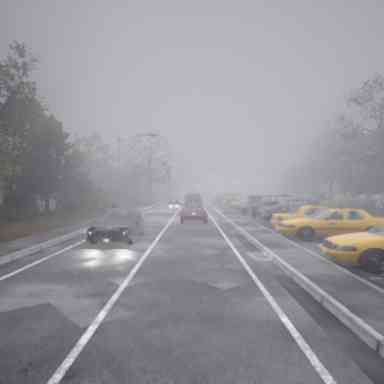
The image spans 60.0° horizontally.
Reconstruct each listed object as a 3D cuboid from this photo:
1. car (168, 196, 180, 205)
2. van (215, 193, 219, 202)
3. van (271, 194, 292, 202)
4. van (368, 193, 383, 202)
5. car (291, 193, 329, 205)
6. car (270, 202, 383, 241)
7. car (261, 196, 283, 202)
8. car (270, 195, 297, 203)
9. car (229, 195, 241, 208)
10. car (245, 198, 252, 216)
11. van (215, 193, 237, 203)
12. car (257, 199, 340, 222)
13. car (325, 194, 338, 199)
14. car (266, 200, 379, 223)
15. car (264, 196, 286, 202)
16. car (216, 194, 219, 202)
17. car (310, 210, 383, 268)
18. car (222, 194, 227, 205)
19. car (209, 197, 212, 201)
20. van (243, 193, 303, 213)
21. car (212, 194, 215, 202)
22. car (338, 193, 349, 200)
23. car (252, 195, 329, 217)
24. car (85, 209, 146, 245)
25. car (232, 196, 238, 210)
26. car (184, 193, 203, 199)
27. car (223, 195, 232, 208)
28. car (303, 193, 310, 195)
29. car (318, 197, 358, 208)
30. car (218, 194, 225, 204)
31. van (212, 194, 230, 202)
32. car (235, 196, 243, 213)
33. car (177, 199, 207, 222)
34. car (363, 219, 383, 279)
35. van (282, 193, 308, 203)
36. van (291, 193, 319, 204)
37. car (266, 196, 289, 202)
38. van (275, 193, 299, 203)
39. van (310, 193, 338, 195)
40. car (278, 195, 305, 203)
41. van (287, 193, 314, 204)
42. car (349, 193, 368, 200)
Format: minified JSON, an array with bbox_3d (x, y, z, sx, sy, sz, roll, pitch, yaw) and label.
[{"bbox_3d":[-3.125,1.450,58.725,2.128,1.511,4.902,0,0,1],"label":"car"},{"bbox_3d":[7.133,1.201,62.911,4.442,1.987,1.878,0,0,0],"label":"van"},{"bbox_3d":[20.538,1.360,76.510,4.442,1.987,1.878,0,-1,0],"label":"van"},{"bbox_3d":[20.008,1.182,32.207,4.442,1.987,1.878,0,0,0],"label":"van"},{"bbox_3d":[20.264,1.167,57.263,5.566,2.045,2.435,0,0,0],"label":"car"},{"bbox_3d":[6.750,1.443,15.848,5.366,1.575,1.946,0,0,0],"label":"car"},{"bbox_3d":[20.473,1.725,84.942,5.008,1.535,2.097,0,-1,0],"label":"car"},{"bbox_3d":[20.218,1.537,73.737,5.366,1.575,1.946,0,-1,0],"label":"car"},{"bbox_3d":[7.054,1.446,37.925,4.792,1.488,2.163,0,0,0],"label":"car"},{"bbox_3d":[7.038,1.442,26.819,4.792,1.488,2.163,0,0,0],"label":"car"},{"bbox_3d":[7.189,1.278,71.222,4.442,1.987,1.878,0,-1,0],"label":"van"},{"bbox_3d":[6.965,1.420,21.267,4.892,1.521,2.231,0,0,0],"label":"car"},{"bbox_3d":[20.194,1.412,43.287,5.008,1.535,2.097,0,0,0],"label":"car"},{"bbox_3d":[7.138,1.427,18.498,5.366,1.575,1.946,0,0,0],"label":"car"},{"bbox_3d":[20.454,1.677,82.046,5.008,1.535,2.097,0,-1,0],"label":"car"},{"bbox_3d":[7.208,1.424,57.358,5.008,1.535,2.097,0,0,0],"label":"car"},{"bbox_3d":[6.712,1.488,10.175,5.366,1.575,1.946,0,0,0],"label":"car"},{"bbox_3d":[7.133,1.421,46.253,4.892,1.521,2.231,0,0,0],"label":"car"},{"bbox_3d":[7.386,1.687,82.321,5.008,1.535,2.097,0,-1,0],"label":"car"},{"bbox_3d":[7.144,1.188,29.595,4.442,1.987,1.878,0,0,0],"label":"van"},{"bbox_3d":[7.297,1.176,65.686,5.566,2.045,2.435,0,0,0],"label":"car"},{"bbox_3d":[20.134,1.159,37.746,5.566,2.045,2.435,0,0,0],"label":"car"},{"bbox_3d":[7.021,1.288,24.046,4.553,1.767,2.185,0,0,0],"label":"car"},{"bbox_3d":[-3.344,1.501,15.650,2.033,1.411,5.357,0,0,0],"label":"car"},{"bbox_3d":[7.035,1.445,35.148,4.792,1.488,2.163,0,0,0],"label":"car"},{"bbox_3d":[0.196,1.142,41.926,2.150,2.045,5.566,0,0,0],"label":"car"},{"bbox_3d":[6.916,1.415,40.702,5.366,1.575,1.946,0,0,0],"label":"car"},{"bbox_3d":[20.268,1.417,54.368,5.008,1.535,2.097,0,0,0],"label":"car"},{"bbox_3d":[20.221,1.454,46.182,4.674,1.452,2.002,0,0,0],"label":"car"},{"bbox_3d":[6.972,1.418,49.030,5.366,1.575,1.946,0,0,0],"label":"car"},{"bbox_3d":[7.516,1.507,85.100,4.442,1.987,1.878,0,-1,0],"label":"van"},{"bbox_3d":[7.017,1.444,32.372,4.792,1.488,2.163,0,0,0],"label":"car"},{"bbox_3d":[0.126,1.498,25.297,1.994,1.385,4.181,0,0,0],"label":"car"},{"bbox_3d":[6.885,1.515,7.398,4.892,1.521,2.231,0,0,0],"label":"car"},{"bbox_3d":[20.232,1.195,65.582,4.442,1.987,1.878,0,0,0],"label":"van"},{"bbox_3d":[20.428,1.193,60.032,4.442,1.987,1.878,0,0,0],"label":"van"},{"bbox_3d":[20.434,1.633,79.276,4.892,1.521,2.231,0,-1,0],"label":"car"},{"bbox_3d":[20.267,1.269,70.973,4.442,1.987,1.878,0,-1,0],"label":"van"},{"bbox_3d":[20.353,1.189,48.952,4.442,1.987,1.878,0,0,0],"label":"van"},{"bbox_3d":[20.371,1.449,68.198,5.008,1.535,2.097,0,-1,0],"label":"car"},{"bbox_3d":[20.445,1.194,62.677,4.442,1.987,1.878,0,0,0],"label":"van"},{"bbox_3d":[20.115,1.158,34.976,5.566,2.045,2.435,0,0,0],"label":"car"}]
